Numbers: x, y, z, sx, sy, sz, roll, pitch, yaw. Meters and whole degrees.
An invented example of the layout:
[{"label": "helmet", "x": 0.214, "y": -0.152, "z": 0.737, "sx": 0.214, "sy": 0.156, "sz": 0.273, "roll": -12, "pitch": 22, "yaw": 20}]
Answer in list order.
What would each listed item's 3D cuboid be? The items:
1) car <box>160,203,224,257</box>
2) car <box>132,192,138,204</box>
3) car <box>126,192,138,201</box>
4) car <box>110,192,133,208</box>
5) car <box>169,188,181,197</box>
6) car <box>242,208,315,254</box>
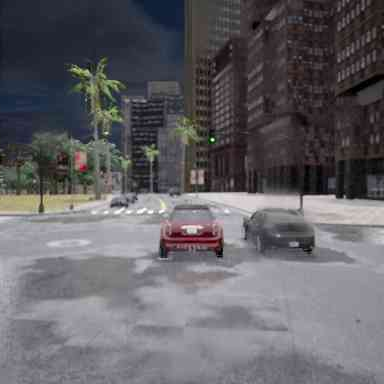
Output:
[{"label": "car", "x": -0.046, "y": 1.249, "z": 12.697, "sx": 2.097, "sy": 1.767, "sz": 4.553, "roll": 0, "pitch": 1, "yaw": -1}, {"label": "car", "x": -9.206, "y": 0.843, "z": 48.172, "sx": 2.128, "sy": 1.511, "sz": 4.902, "roll": 0, "pitch": 1, "yaw": -6}, {"label": "car", "x": -10.412, "y": 0.745, "z": 58.119, "sx": 1.994, "sy": 1.385, "sz": 4.181, "roll": 0, "pitch": 1, "yaw": -8}, {"label": "car", "x": -8.259, "y": 1.077, "z": 38.529, "sx": 1.994, "sy": 1.385, "sz": 4.181, "roll": 0, "pitch": 1, "yaw": -6}, {"label": "car", "x": -4.023, "y": 0.032, "z": 78.951, "sx": 2.150, "sy": 2.045, "sz": 5.566, "roll": 0, "pitch": 1, "yaw": -11}, {"label": "car", "x": 3.199, "y": 1.394, "z": 13.034, "sx": 1.837, "sy": 1.490, "sz": 4.892, "roll": 0, "pitch": 1, "yaw": -1}]
